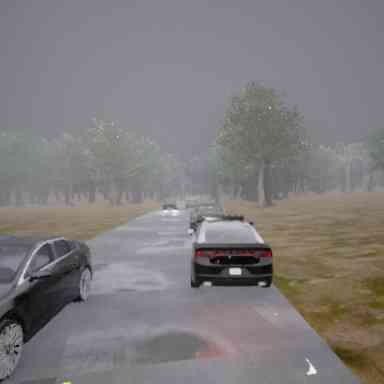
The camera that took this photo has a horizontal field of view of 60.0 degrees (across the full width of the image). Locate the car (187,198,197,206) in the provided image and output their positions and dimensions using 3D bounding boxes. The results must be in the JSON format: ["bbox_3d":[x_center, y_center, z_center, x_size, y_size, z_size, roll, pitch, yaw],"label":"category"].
[{"bbox_3d":[0.012,1.890,64.107,1.895,1.301,4.718,0,0,0],"label":"car"}]

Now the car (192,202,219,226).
[{"bbox_3d":[0.926,1.605,25.400,1.837,1.490,4.892,0,0,0],"label":"car"}]

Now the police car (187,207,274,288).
[{"bbox_3d":[0.908,1.460,9.509,1.930,1.638,5.238,0,0,0],"label":"police car"}]

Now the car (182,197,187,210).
[{"bbox_3d":[0.044,1.696,47.633,2.128,1.511,4.902,0,0,1],"label":"car"}]

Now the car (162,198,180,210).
[{"bbox_3d":[-3.048,1.798,46.155,1.895,1.301,4.718,0,0,0],"label":"car"}]

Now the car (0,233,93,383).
[{"bbox_3d":[-3.098,1.511,5.487,2.128,1.511,4.902,0,0,0],"label":"car"}]

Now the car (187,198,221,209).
[{"bbox_3d":[0.918,1.425,19.371,2.097,1.767,4.553,0,0,0],"label":"car"}]
